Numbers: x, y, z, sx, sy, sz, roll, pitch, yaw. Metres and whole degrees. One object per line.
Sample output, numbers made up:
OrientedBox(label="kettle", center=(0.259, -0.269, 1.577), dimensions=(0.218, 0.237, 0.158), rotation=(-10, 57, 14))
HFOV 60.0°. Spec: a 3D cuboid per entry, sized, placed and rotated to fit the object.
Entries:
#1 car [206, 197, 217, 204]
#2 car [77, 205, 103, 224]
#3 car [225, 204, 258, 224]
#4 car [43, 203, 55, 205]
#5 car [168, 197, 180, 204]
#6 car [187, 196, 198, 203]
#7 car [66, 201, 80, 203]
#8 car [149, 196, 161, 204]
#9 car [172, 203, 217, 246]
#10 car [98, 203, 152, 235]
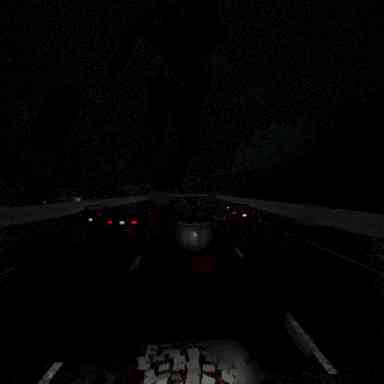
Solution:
OrientedBox(label="car", center=(3.603, 1.565, 62.181), dimensions=(1.994, 1.385, 4.181), rotation=(0, 0, 0))
OrientedBox(label="car", center=(-6.898, 1.599, 24.816), dimensions=(1.895, 1.301, 4.718), rotation=(0, 0, 0))
OrientedBox(label="car", center=(3.603, 1.565, 24.825), dimensions=(1.994, 1.385, 4.181), rotation=(0, 0, 0))
OrientedBox(label="car", center=(-24.512, 1.539, 55.434), dimensions=(2.033, 1.411, 5.357), rotation=(0, 0, 1))
OrientedBox(label="car", center=(-3.396, 1.563, 62.164), dimensions=(1.994, 1.385, 4.181), rotation=(0, 0, 0))
OrientedBox(label="car", center=(0.104, 1.492, 62.225), dimensions=(2.128, 1.511, 4.902), rotation=(0, 0, 0))
OrientedBox(label="car", center=(-21.009, 1.261, 59.412), dimensions=(2.150, 2.045, 5.566), rotation=(0, 0, 0))
OrientedBox(label="car", center=(-6.897, 1.524, 61.882), dimensions=(1.812, 1.442, 4.674), rotation=(0, 0, 0))
OrientedBox(label="car", center=(0.099, 1.492, 15.232), dimensions=(2.128, 1.511, 4.902), rotation=(0, 0, 0))
OrientedBox(label="car", center=(-3.402, 1.546, 18.670), dimensions=(2.033, 1.411, 5.357), rotation=(0, 0, 0))
